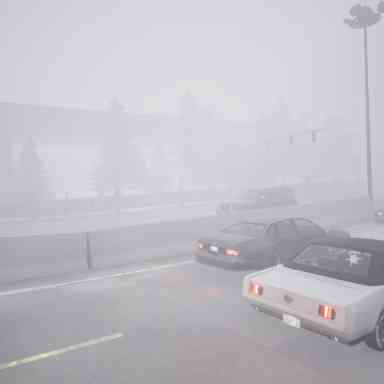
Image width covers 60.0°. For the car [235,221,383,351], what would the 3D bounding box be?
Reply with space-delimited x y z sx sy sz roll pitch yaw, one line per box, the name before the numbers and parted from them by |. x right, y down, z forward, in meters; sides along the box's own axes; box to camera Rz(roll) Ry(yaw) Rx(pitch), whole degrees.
car | 3.236 1.506 6.080 4.718 1.301 1.895 -2 1 -36

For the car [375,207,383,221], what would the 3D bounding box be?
car | 10.750 0.868 15.795 5.357 1.411 2.033 -4 2 -36

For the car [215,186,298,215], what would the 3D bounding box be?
car | 3.962 0.735 19.780 5.566 2.045 2.150 -4 2 -36

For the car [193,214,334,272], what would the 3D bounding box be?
car | 2.601 1.400 9.932 5.357 1.411 2.033 -3 1 -36
